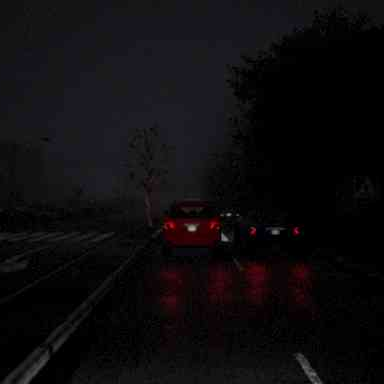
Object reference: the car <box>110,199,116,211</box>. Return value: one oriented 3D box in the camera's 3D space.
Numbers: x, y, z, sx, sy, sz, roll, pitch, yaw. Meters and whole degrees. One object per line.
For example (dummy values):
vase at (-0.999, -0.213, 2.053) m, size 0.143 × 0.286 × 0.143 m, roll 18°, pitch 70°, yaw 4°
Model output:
car at (-13.889, 2.150, 47.826) m, size 4.792 × 1.488 × 2.163 m, roll -1°, pitch 0°, yaw -20°

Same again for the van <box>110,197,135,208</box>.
van at (-13.743, 1.983, 65.794) m, size 4.442 × 1.987 × 1.878 m, roll -1°, pitch 0°, yaw -20°

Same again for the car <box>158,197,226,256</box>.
car at (0.004, 1.366, 14.007) m, size 2.150 × 2.045 × 5.566 m, roll 0°, pitch -1°, yaw 0°

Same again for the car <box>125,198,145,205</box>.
car at (-13.831, 2.273, 80.663) m, size 4.674 × 1.452 × 2.002 m, roll -1°, pitch 0°, yaw -20°

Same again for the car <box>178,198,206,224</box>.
car at (0.007, 1.578, 29.028) m, size 2.150 × 2.045 × 5.566 m, roll 0°, pitch -1°, yaw 0°

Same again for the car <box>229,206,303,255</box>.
car at (3.006, 1.500, 14.090) m, size 2.097 × 1.767 × 4.553 m, roll 0°, pitch -1°, yaw 0°

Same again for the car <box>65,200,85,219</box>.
car at (-13.701, 1.914, 32.985) m, size 5.366 × 1.575 × 1.946 m, roll 0°, pitch -1°, yaw -20°

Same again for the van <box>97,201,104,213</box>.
van at (-13.762, 1.826, 41.924) m, size 4.442 × 1.987 × 1.878 m, roll 0°, pitch -1°, yaw -20°

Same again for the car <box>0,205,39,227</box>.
car at (-13.878, 1.816, 23.971) m, size 4.674 × 1.452 × 2.002 m, roll 0°, pitch -1°, yaw -20°

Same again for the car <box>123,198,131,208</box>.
car at (-13.849, 2.235, 59.779) m, size 4.674 × 1.452 × 2.002 m, roll -1°, pitch 0°, yaw -20°

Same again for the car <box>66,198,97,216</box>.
car at (-13.842, 1.884, 38.896) m, size 4.553 × 1.767 × 2.185 m, roll 0°, pitch -1°, yaw -20°

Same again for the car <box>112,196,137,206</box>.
car at (-13.880, 1.954, 62.751) m, size 5.566 × 2.045 × 2.435 m, roll -1°, pitch 0°, yaw -20°

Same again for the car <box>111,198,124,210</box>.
car at (-13.688, 2.139, 50.895) m, size 5.366 × 1.575 × 1.946 m, roll -1°, pitch -1°, yaw -20°

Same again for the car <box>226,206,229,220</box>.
car at (3.007, 1.909, 29.002) m, size 2.033 × 1.411 × 5.357 m, roll 0°, pitch -1°, yaw 0°

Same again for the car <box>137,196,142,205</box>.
car at (-13.824, 1.964, 68.747) m, size 5.566 × 2.045 × 2.435 m, roll -1°, pitch 0°, yaw -20°

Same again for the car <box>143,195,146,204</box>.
car at (-13.811, 2.102, 77.690) m, size 4.553 × 1.767 × 2.185 m, roll -1°, pitch 0°, yaw -20°

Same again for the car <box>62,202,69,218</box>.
car at (-13.904, 1.899, 29.923) m, size 4.792 × 1.488 × 2.163 m, roll 0°, pitch -1°, yaw -20°

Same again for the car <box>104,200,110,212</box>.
car at (-13.860, 2.126, 44.853) m, size 4.674 × 1.452 × 2.002 m, roll -1°, pitch 0°, yaw -20°

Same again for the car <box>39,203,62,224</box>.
car at (-13.707, 1.816, 27.020) m, size 5.366 × 1.575 × 1.946 m, roll 0°, pitch -1°, yaw -20°
